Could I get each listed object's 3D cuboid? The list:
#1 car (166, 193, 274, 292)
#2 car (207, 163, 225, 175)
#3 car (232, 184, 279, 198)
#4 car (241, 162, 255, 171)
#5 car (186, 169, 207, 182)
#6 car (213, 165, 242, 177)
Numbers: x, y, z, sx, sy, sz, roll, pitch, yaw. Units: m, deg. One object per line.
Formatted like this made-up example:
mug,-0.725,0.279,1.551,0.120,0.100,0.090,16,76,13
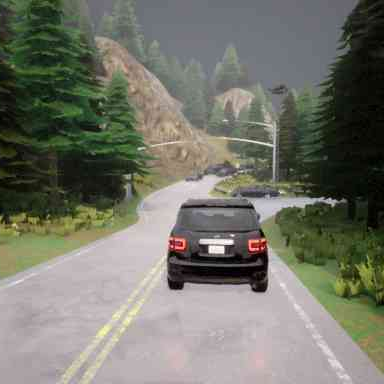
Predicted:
car,0.706,1.173,8.984,2.150,2.045,5.566,0,0,5
car,4.459,-4.334,63.770,2.150,2.045,5.566,3,10,36
car,6.535,-0.005,34.614,4.892,1.490,1.837,0,7,16
car,11.497,-5.591,70.919,4.553,1.767,2.097,-9,9,-36
car,0.436,-2.528,55.238,1.994,1.385,4.181,2,10,19
car,6.591,-3.711,61.156,2.033,1.411,5.357,3,10,32
